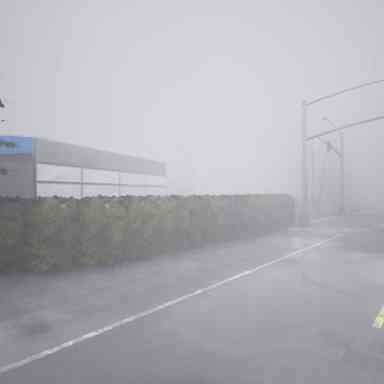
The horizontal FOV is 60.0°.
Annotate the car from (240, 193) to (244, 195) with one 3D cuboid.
[{"bbox_3d":[12.034,1.077,78.193,1.905,1.878,3.866,0,0,38],"label":"car"}]

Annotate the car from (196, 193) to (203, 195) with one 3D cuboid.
[{"bbox_3d":[1.971,1.154,86.094,2.152,1.636,5.027,0,0,38],"label":"car"}]

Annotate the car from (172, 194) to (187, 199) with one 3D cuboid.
[{"bbox_3d":[-3.277,1.232,89.803,1.970,1.475,3.806,0,0,38],"label":"car"}]

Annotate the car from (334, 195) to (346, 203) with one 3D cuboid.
[{"bbox_3d":[29.106,1.374,65.139,1.845,1.501,3.633,0,0,38],"label":"car"}]

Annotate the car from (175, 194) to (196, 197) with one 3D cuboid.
[{"bbox_3d":[-1.875,1.298,66.108,2.007,1.523,4.514,0,0,38],"label":"car"}]

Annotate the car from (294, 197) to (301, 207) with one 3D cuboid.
[{"bbox_3d":[13.036,1.340,44.656,2.007,1.523,4.514,0,0,38],"label":"car"}]

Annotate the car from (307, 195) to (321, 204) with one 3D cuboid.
[{"bbox_3d":[22.179,1.384,61.143,1.970,1.475,3.806,0,0,38],"label":"car"}]
